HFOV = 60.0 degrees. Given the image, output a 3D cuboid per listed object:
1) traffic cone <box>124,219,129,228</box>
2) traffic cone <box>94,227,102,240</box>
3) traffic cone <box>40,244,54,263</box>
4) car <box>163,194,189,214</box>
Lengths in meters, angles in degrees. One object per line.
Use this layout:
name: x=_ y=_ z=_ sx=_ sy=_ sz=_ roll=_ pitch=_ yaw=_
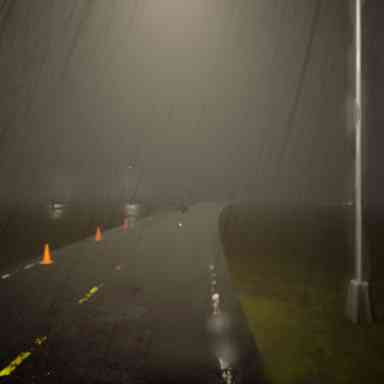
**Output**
traffic cone: x=-4.088 y=1.945 z=20.648 sx=0.340 sy=0.580 sz=0.340 roll=0 pitch=0 yaw=4
traffic cone: x=-4.391 y=1.946 z=15.618 sx=0.340 sy=0.580 sz=0.340 roll=0 pitch=0 yaw=3
traffic cone: x=-4.616 y=1.947 z=10.583 sx=0.340 sy=0.580 sz=0.340 roll=0 pitch=0 yaw=2
car: x=-1.616 y=1.194 z=35.540 sx=2.150 sy=2.045 sz=5.566 roll=0 pitch=0 yaw=7
